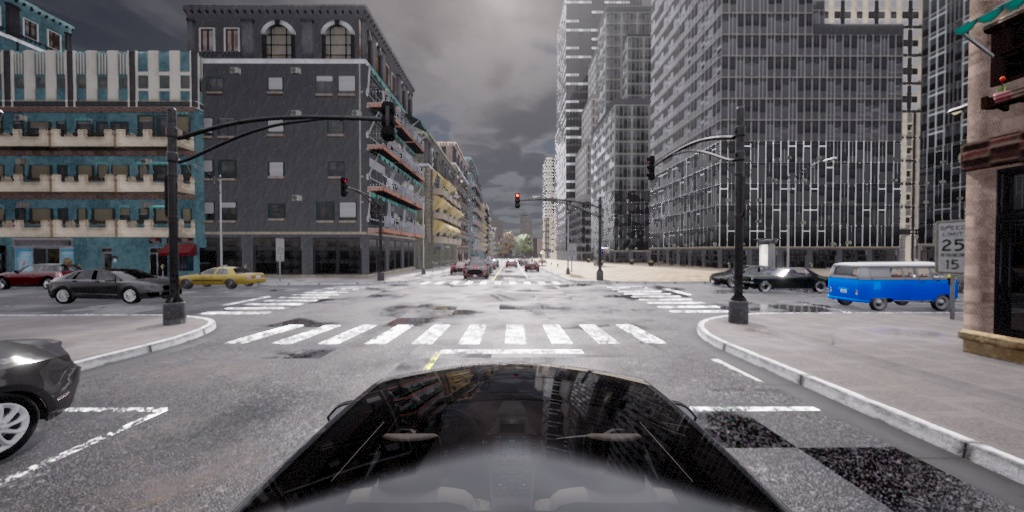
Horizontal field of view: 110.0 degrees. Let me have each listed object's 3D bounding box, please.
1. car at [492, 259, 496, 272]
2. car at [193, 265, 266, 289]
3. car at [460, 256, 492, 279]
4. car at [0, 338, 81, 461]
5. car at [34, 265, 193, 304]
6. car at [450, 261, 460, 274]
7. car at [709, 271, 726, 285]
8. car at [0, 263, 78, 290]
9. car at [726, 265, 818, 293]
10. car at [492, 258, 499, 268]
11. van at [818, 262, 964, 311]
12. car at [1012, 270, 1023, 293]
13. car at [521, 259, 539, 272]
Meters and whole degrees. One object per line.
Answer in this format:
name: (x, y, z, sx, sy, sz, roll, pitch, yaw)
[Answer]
car: (-3.212, 1.332, 41.527, 1.895, 1.301, 4.718, 0, 0, 0)
car: (-17.940, 1.240, 22.096, 4.829, 1.417, 1.751, 0, 0, 0)
car: (-3.164, 1.087, 32.498, 2.097, 1.767, 4.553, 0, 0, -1)
car: (-5.690, 1.300, 2.149, 2.007, 1.370, 4.403, 0, 0, 0)
car: (-17.898, 1.309, 16.293, 4.892, 1.490, 1.837, 0, 1, 0)
car: (-5.801, 1.277, 40.215, 1.888, 1.381, 4.507, 0, 0, 0)
car: (14.618, 1.209, 22.245, 4.313, 1.339, 1.948, 0, 0, 0)
car: (-28.837, 1.183, 22.046, 4.097, 1.591, 1.967, 0, 0, 0)
car: (14.805, 1.284, 19.646, 4.718, 1.301, 1.895, 0, 1, 0)
car: (-3.238, 1.329, 51.590, 1.895, 1.301, 4.718, 0, 0, 0)
van: (14.656, 1.113, 13.865, 3.998, 1.789, 1.690, 0, 0, 0)
car: (25.301, 1.210, 19.692, 5.357, 1.411, 2.033, 0, 1, 0)
car: (2.529, 1.275, 45.946, 1.888, 1.381, 4.507, 0, 0, 0)
